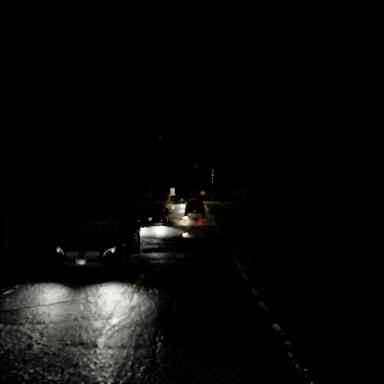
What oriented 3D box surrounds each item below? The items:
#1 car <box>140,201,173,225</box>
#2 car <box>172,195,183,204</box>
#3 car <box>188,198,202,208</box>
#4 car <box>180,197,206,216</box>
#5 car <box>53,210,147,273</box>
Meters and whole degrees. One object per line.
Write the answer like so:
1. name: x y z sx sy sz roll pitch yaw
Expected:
1. car: -2.675 1.542 23.411 1.994 1.385 4.181 0 0 1
2. car: -2.370 1.278 57.737 2.097 1.767 4.553 0 0 0
3. car: 0.377 1.554 46.968 1.895 1.301 4.718 0 0 1
4. car: 0.274 1.468 31.887 2.128 1.511 4.902 0 0 1
5. car: -2.786 1.514 10.756 1.812 1.442 4.674 0 0 0
